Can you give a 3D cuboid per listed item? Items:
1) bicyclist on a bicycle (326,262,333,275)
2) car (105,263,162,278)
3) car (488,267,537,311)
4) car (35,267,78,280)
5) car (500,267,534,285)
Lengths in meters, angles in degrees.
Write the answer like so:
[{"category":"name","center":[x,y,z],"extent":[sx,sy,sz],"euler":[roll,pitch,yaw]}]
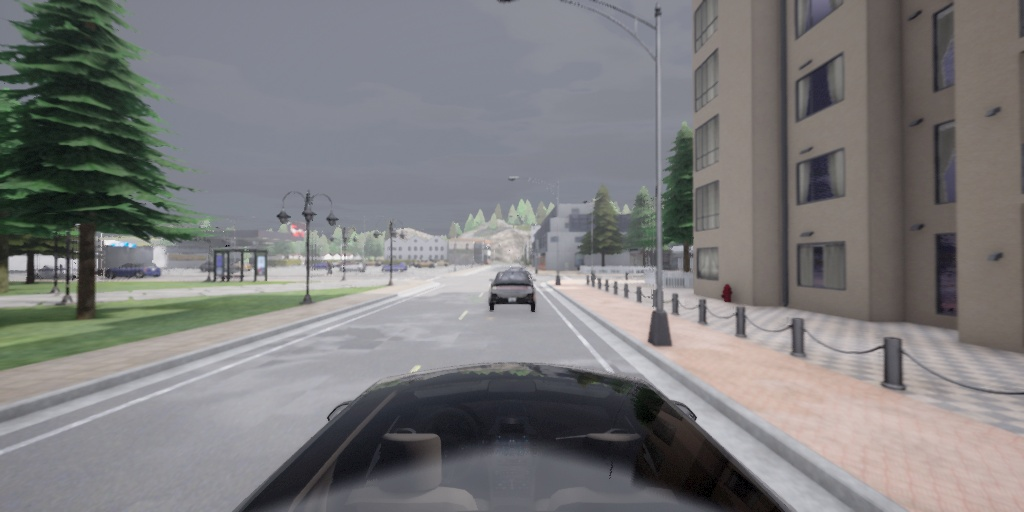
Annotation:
[{"category":"bicyclist on a bicycle","center":[-21.872,1.505,42.930],"extent":[0.582,1.620,1.656],"euler":[0,0,-1]},{"category":"car","center":[-41.005,1.513,38.867],"extent":[4.553,1.767,2.097],"euler":[0,-1,-1]},{"category":"car","center":[0.024,1.388,15.335],"extent":[2.128,1.511,4.902],"euler":[0,0,0]},{"category":"car","center":[-44.276,1.724,35.313],"extent":[4.718,1.301,1.895],"euler":[0,-1,0]},{"category":"car","center":[0.514,1.620,30.192],"extent":[1.994,1.385,4.181],"euler":[0,-1,13]}]
